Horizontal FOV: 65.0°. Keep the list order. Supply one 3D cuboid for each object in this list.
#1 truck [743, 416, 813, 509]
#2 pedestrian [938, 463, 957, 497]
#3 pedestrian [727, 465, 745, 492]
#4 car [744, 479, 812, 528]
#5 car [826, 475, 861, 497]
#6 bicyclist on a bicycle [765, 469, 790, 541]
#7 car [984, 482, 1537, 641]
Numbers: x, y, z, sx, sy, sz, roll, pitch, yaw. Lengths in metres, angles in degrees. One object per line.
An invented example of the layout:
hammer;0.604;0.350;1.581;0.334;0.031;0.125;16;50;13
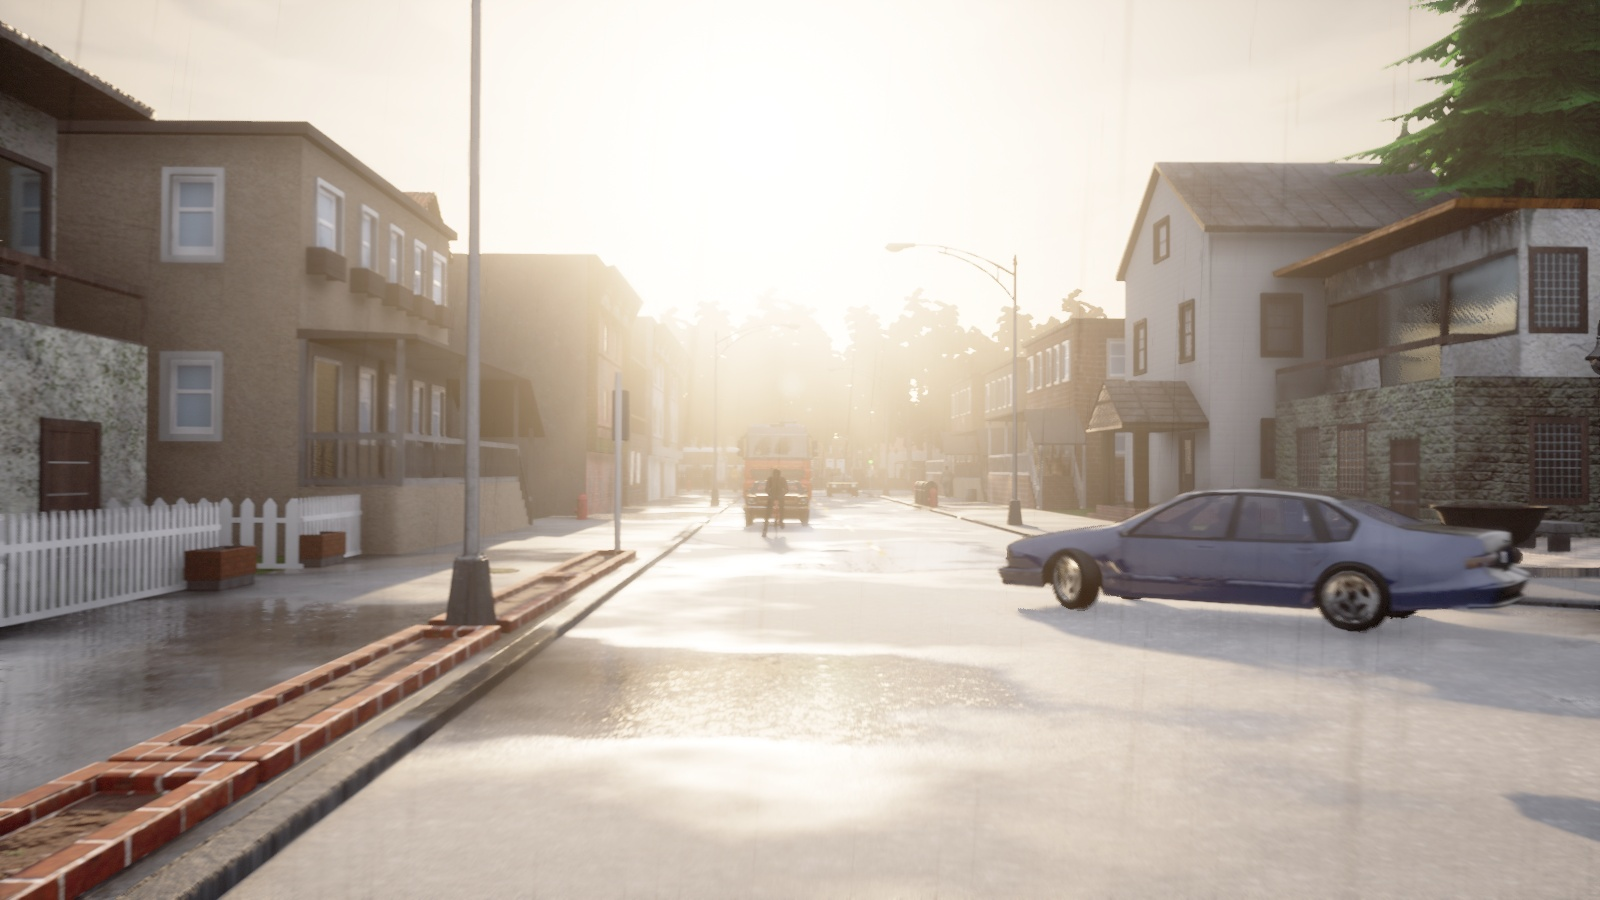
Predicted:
truck;-0.971;0.593;56.110;2.891;3.827;8.468;0;-1;-1
pedestrian;8.171;1.657;69.567;0.874;1.855;0.900;0;-1;-2
pedestrian;-4.440;1.998;86.964;0.874;1.855;0.900;-1;-1;33
car;-0.646;1.540;37.148;1.895;1.301;4.718;0;-1;-1
car;2.661;2.212;78.082;1.895;1.301;4.718;0;-1;-1
bicyclist on a bicycle;-0.530;1.262;29.420;0.582;1.620;1.656;0;-1;-1
car;4.898;1.076;13.893;5.357;1.411;2.033;-1;-1;39
